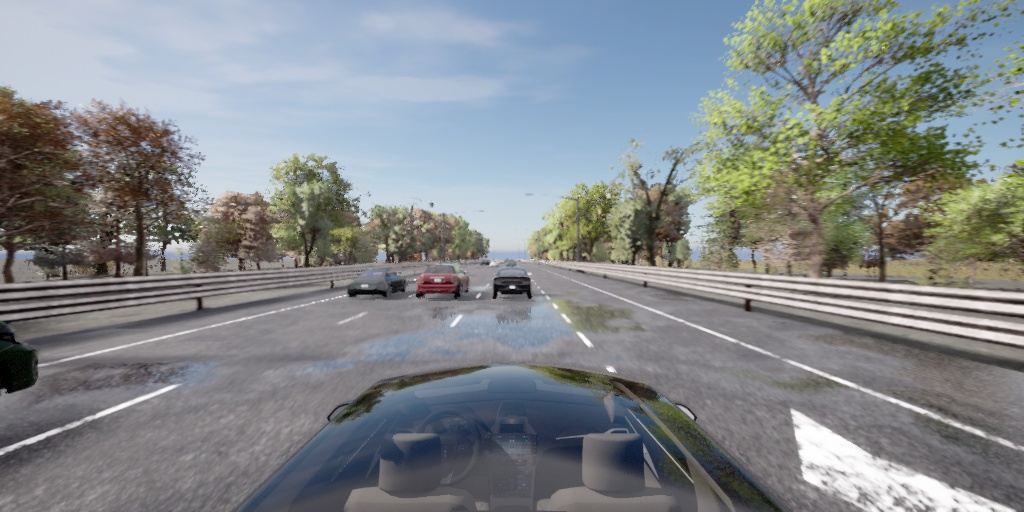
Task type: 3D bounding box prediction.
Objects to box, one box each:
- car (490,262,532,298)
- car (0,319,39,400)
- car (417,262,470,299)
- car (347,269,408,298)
[{"bbox_3d":[0.014,1.291,18.937,1.882,1.535,5.008,0,0,0],"label":"car"},{"bbox_3d":[-6.992,0.991,1.998,2.150,2.045,5.566,0,0,0],"label":"car"},{"bbox_3d":[-3.486,1.173,18.916,2.097,1.767,4.553,0,0,0],"label":"car"},{"bbox_3d":[-6.988,1.395,19.038,1.994,1.385,4.181,0,0,0],"label":"car"}]
